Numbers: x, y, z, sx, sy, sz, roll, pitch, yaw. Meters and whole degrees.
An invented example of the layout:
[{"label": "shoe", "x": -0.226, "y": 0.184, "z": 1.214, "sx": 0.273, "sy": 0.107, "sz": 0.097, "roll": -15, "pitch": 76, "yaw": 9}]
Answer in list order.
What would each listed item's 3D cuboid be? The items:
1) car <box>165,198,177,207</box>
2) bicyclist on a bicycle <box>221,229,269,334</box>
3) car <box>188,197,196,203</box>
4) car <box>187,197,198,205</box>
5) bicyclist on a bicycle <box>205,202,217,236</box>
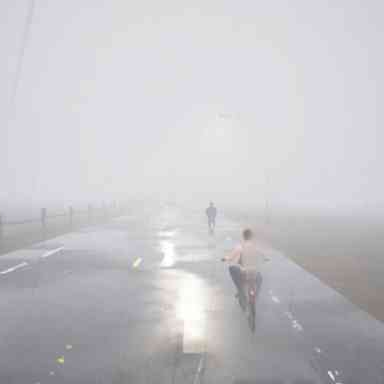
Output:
[{"label": "car", "x": -3.506, "y": 1.738, "z": 57.024, "sx": 2.033, "sy": 1.411, "sz": 5.357, "roll": 0, "pitch": 0, "yaw": 1}, {"label": "bicyclist on a bicycle", "x": 0.954, "y": 1.437, "z": 5.783, "sx": 0.866, "sy": 1.612, "sz": 1.509, "roll": 0, "pitch": 0, "yaw": 0}, {"label": "car", "x": 0.047, "y": 1.839, "z": 76.811, "sx": 1.837, "sy": 1.490, "sz": 4.892, "roll": 0, "pitch": -1, "yaw": 0}, {"label": "car", "x": 0.041, "y": 1.732, "z": 64.458, "sx": 2.128, "sy": 1.511, "sz": 4.902, "roll": 0, "pitch": 0, "yaw": 0}, {"label": "bicyclist on a bicycle", "x": 0.974, "y": 1.384, "z": 16.860, "sx": 0.659, "sy": 1.776, "sz": 1.843, "roll": 0, "pitch": 0, "yaw": 0}]
